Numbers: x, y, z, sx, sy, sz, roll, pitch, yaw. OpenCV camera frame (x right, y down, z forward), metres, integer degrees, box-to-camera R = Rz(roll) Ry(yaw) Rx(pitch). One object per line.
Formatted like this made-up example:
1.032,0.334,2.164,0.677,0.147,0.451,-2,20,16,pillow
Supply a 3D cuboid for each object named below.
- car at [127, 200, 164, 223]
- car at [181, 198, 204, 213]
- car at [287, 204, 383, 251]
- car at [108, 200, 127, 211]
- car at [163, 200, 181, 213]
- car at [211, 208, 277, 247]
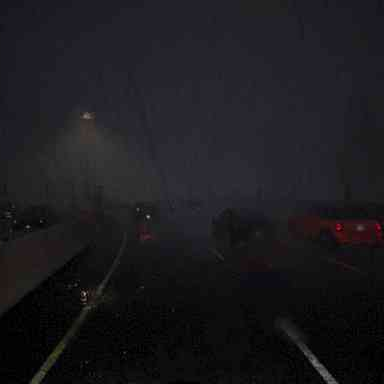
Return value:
-3.744,1.510,26.046,1.837,1.490,4.892,0,0,-15,car
-0.202,1.499,37.717,1.837,1.490,4.892,0,0,-20,car
5.827,1.334,14.195,2.097,1.767,4.553,0,0,-8,car
-9.149,1.619,41.119,1.895,1.301,4.718,0,0,-24,car
-3.334,1.551,36.295,2.033,1.411,5.357,0,0,-21,car
2.182,1.469,15.149,1.882,1.535,5.008,0,0,-8,car
